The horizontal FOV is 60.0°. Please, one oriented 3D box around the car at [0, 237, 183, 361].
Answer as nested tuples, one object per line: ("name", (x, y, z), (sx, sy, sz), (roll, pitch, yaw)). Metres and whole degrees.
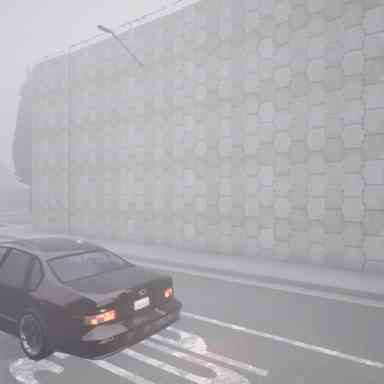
("car", (-2.725, 1.547, 5.927), (5.357, 1.411, 2.033), (0, 0, 35))
